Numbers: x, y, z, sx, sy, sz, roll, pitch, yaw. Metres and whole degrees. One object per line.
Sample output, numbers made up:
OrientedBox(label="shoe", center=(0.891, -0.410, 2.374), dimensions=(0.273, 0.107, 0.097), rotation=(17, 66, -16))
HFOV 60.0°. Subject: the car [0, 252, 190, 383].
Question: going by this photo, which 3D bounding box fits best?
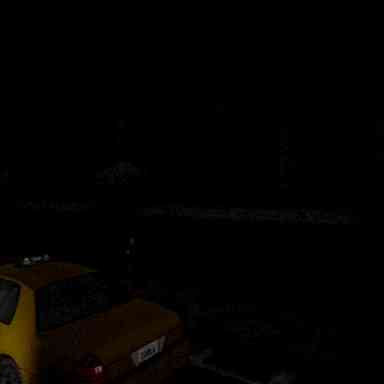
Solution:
OrientedBox(label="car", center=(-2.304, 1.525, 4.601), dimensions=(4.829, 1.417, 1.752), rotation=(0, 0, 35))
